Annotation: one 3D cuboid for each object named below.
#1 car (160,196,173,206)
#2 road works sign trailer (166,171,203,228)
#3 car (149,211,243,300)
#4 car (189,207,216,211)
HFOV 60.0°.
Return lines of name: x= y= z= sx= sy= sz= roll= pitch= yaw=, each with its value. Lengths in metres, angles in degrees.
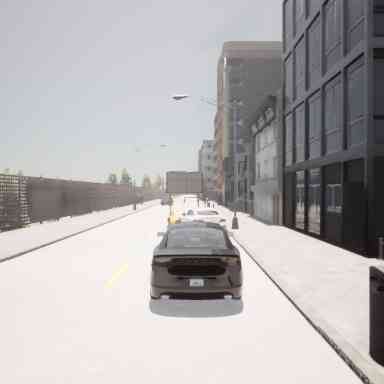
car: x=-4.080 y=1.503 z=53.988 sx=1.837 sy=1.490 sz=4.892 roll=0 pitch=0 yaw=0
road works sign trailer: x=-0.514 y=0.464 z=21.271 sx=2.380 sy=3.560 sz=2.880 roll=0 pitch=0 yaw=-16
car: x=0.087 y=1.477 z=8.448 sx=1.882 sy=1.535 sz=5.008 roll=0 pitch=0 yaw=0
car: x=0.522 y=1.538 z=17.794 sx=1.812 sy=1.442 sz=4.674 roll=0 pitch=-1 yaw=-11
